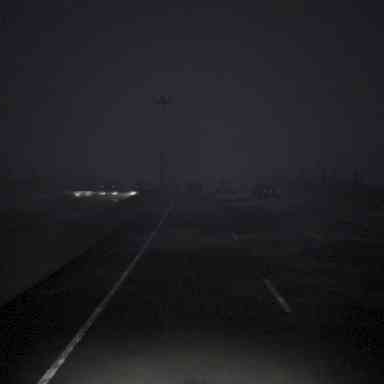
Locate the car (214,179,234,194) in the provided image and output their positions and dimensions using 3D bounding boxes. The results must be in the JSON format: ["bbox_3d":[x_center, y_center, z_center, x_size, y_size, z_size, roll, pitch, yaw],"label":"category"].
[{"bbox_3d":[3.801,-0.791,39.689,2.097,1.767,4.553,0,4,0],"label":"car"}]

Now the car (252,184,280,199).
[{"bbox_3d":[7.253,-0.128,32.999,2.033,1.411,5.357,0,4,0],"label":"car"}]

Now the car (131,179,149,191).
[{"bbox_3d":[-6.854,-0.961,44.001,2.128,1.511,4.902,0,4,0],"label":"car"}]

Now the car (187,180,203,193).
[{"bbox_3d":[0.310,-0.753,40.905,1.882,1.535,5.008,0,4,0],"label":"car"}]

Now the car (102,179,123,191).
[{"bbox_3d":[-10.358,-0.906,43.384,1.837,1.490,4.892,0,4,0],"label":"car"}]

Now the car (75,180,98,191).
[{"bbox_3d":[-13.853,-0.884,43.854,1.994,1.385,4.181,0,4,1],"label":"car"}]
